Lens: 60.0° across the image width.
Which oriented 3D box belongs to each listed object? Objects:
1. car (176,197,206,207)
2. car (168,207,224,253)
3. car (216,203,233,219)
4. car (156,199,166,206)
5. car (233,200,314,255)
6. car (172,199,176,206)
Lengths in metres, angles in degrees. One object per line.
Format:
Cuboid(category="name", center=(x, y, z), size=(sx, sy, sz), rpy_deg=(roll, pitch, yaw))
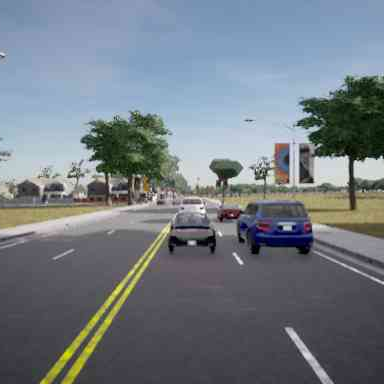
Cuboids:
Cuboid(category="car", center=(0.003, 1.475, 29.016), size=(2.150, 2.045, 5.566), rpy_deg=(0, 0, 0))
Cuboid(category="car", center=(0.005, 1.622, 14.285), size=(2.128, 1.511, 4.902), rpy_deg=(0, 0, 0))
Cuboid(category="car", center=(3.258, 1.740, 29.471), size=(1.882, 1.535, 5.008), rpy_deg=(0, 0, 0))
Cuboid(category="car", center=(-6.496, 2.194, 69.966), size=(1.895, 1.301, 4.718), rpy_deg=(0, 0, 0))
Cuboid(category="car", center=(3.251, 1.343, 14.007), size=(2.150, 2.045, 5.566), rpy_deg=(0, 0, 0))
Cuboid(category="car", center=(-3.246, 2.123, 69.998), size=(1.812, 1.442, 4.674), rpy_deg=(0, 0, 0))
